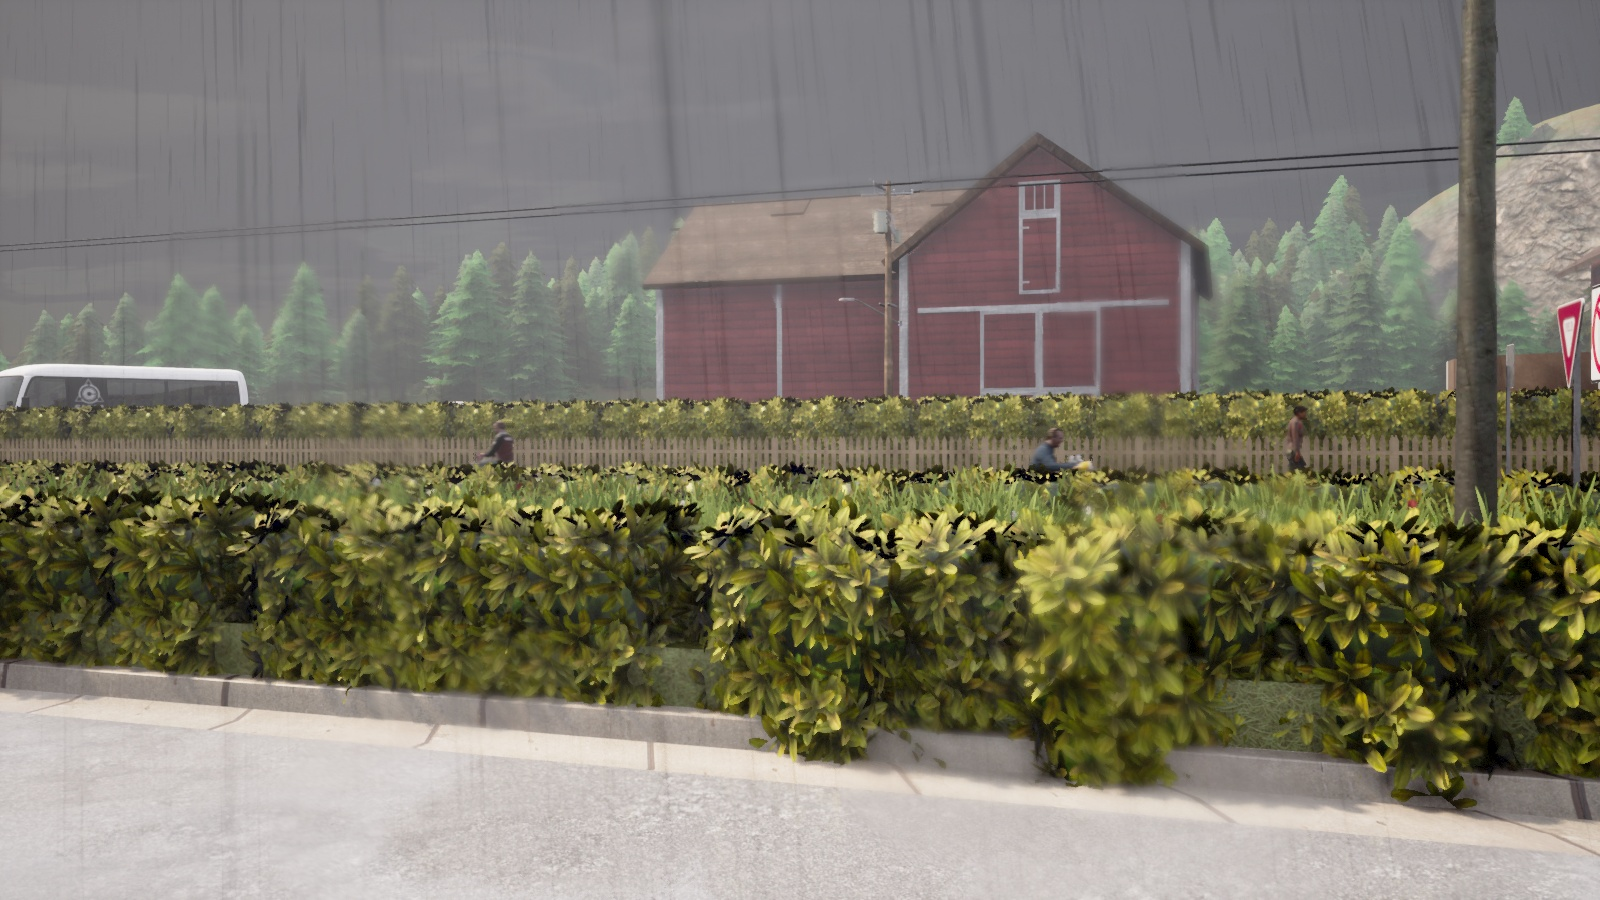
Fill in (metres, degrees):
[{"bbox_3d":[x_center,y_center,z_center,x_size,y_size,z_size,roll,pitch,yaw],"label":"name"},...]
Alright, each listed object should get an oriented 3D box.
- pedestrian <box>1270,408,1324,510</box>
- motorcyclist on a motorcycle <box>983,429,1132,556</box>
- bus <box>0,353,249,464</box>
[{"bbox_3d":[8.926,0.154,22.589,0.869,1.805,0.328,1,1,19],"label":"pedestrian"},{"bbox_3d":[3.409,0.527,16.572,1.817,1.590,0.866,0,1,19],"label":"motorcyclist on a motorcycle"},{"bbox_3d":[-29.281,-1.663,53.158,3.944,4.253,10.273,1,1,37],"label":"bus"}]
